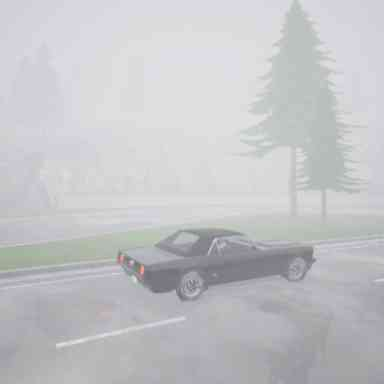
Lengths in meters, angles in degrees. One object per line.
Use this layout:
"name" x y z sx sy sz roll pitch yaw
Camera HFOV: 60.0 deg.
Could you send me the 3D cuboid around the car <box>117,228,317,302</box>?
"car" 0.753 1.535 8.008 4.718 1.301 1.895 0 1 -29
